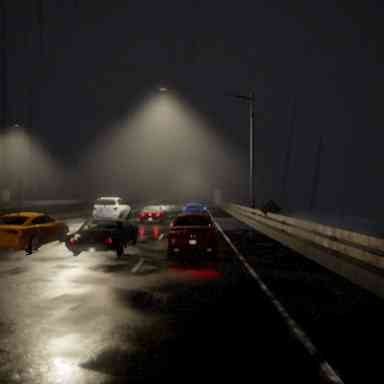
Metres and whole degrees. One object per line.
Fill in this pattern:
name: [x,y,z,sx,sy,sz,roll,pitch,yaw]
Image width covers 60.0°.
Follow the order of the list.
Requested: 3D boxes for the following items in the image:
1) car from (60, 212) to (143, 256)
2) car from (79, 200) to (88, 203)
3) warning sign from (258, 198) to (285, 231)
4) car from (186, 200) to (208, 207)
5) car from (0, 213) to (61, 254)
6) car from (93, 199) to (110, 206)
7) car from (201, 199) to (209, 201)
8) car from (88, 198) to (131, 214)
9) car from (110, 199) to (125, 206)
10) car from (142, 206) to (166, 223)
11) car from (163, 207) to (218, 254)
car: [-3.458,1.738,13.768,1.895,1.301,4.718,0,-1,1]
car: [-23.066,2.343,72.484,1.994,1.385,4.181,0,-1,2]
warning sign: [4.625,1.310,19.539,1.300,1.860,1.060,-1,-2,1]
car: [0.222,1.771,29.003,1.882,1.535,5.008,0,0,1]
car: [-6.949,1.619,14.163,1.882,1.535,5.008,0,0,1]
car: [-19.569,2.311,72.328,2.128,1.511,4.902,0,-1,2]
car: [2.962,2.332,79.065,1.882,1.535,5.008,0,-1,3]
car: [-6.791,1.508,28.657,2.150,2.045,5.566,0,0,1]
car: [-16.073,2.260,72.171,1.882,1.535,5.008,0,-1,2]
car: [-3.289,1.892,28.695,1.895,1.301,4.718,0,-1,1]
car: [0.050,1.618,14.114,1.882,1.535,5.008,0,0,1]
